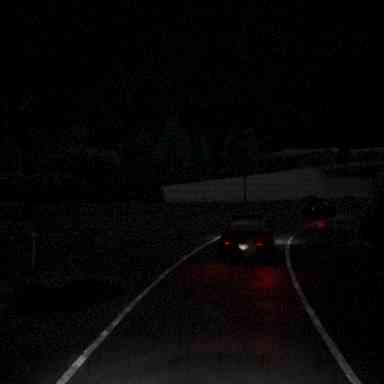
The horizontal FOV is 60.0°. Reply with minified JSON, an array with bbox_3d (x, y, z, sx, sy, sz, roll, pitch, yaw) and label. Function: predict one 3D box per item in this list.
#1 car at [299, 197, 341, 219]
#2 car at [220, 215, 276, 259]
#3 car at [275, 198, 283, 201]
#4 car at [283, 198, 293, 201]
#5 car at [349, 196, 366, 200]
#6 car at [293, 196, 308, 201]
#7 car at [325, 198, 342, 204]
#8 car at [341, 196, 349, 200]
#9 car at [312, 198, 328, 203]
[{"bbox_3d":[12.641,1.626,32.732,2.097,1.767,4.553,0,0,39],"label":"car"},{"bbox_3d":[2.259,1.625,13.063,1.812,1.442,4.674,0,0,15],"label":"car"},{"bbox_3d":[21.768,2.186,80.369,4.181,1.385,1.994,1,0,-35],"label":"car"},{"bbox_3d":[24.036,2.149,77.685,4.674,1.442,1.812,1,0,-35],"label":"car"},{"bbox_3d":[41.038,2.072,81.092,4.553,1.767,2.097,1,0,-35],"label":"car"},{"bbox_3d":[26.027,1.839,74.808,5.566,2.045,2.150,1,0,-35],"label":"car"},{"bbox_3d":[36.983,2.264,86.798,4.674,1.442,1.812,1,0,-35],"label":"car"},{"bbox_3d":[38.975,1.953,83.920,5.566,2.045,2.150,1,0,-35],"label":"car"},{"bbox_3d":[34.349,2.340,89.223,4.718,1.301,1.895,1,0,-35],"label":"car"}]
